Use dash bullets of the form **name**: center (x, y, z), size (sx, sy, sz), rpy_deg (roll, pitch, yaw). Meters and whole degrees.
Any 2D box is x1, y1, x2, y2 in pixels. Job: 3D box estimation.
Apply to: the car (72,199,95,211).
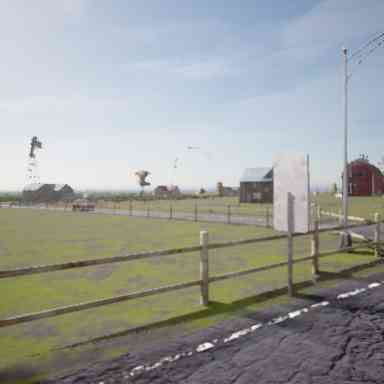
- **car**: center (-16.960, 1.988, 52.011), size (2.097, 1.767, 4.553), rpy_deg (-1, 0, -43)
